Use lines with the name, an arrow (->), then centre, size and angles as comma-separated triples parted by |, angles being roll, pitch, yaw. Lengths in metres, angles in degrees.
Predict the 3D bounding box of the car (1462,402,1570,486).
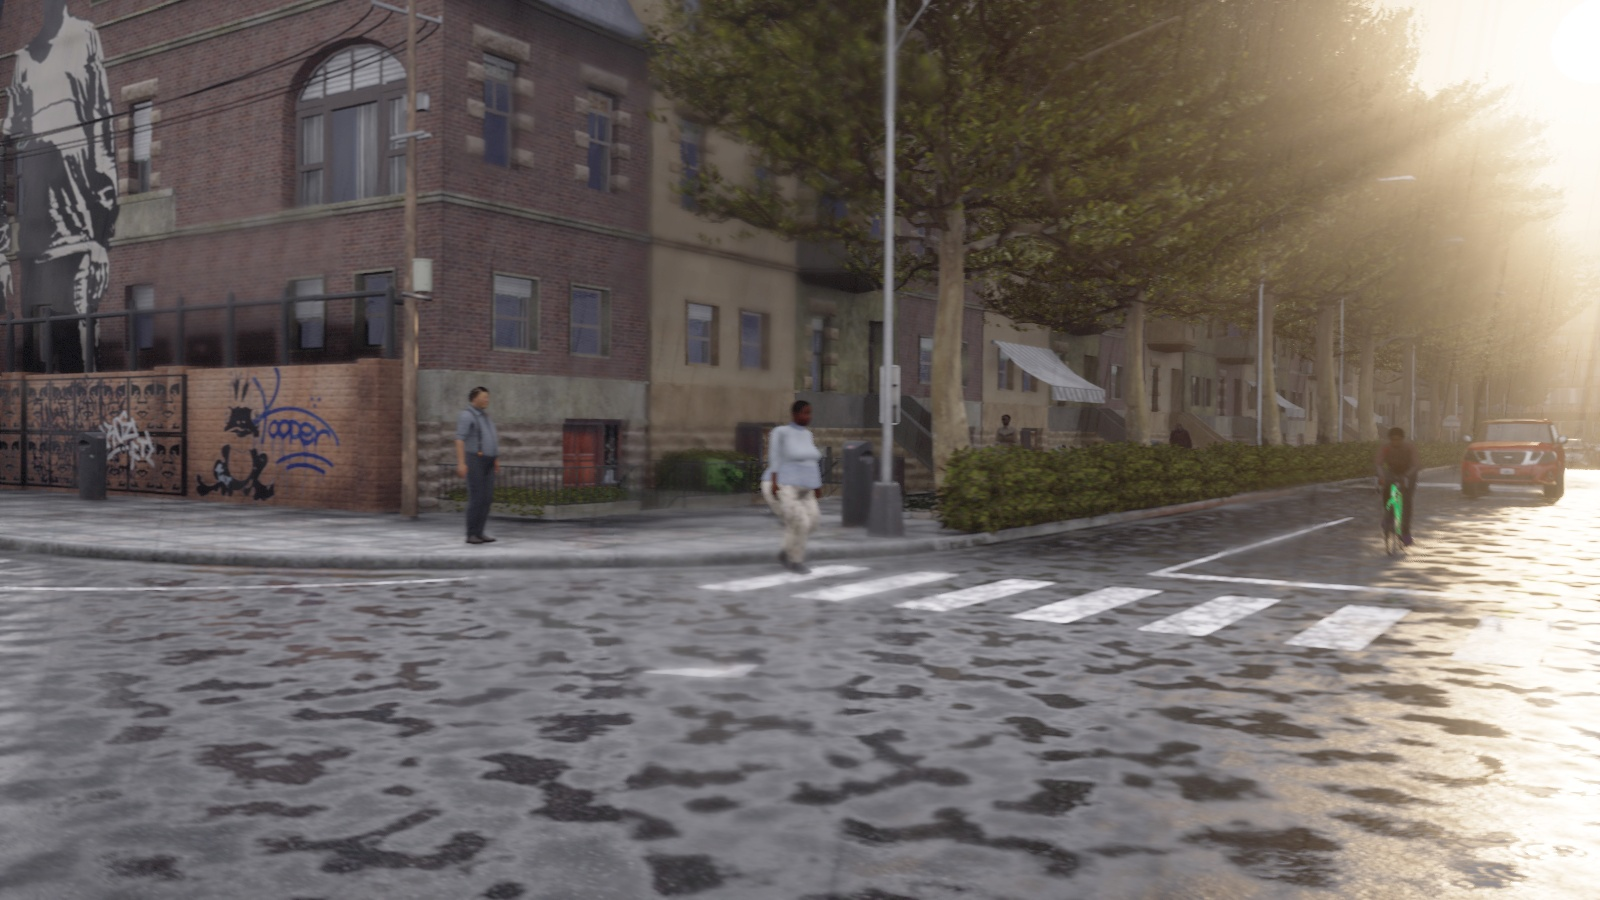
car -> 19.209, -0.182, 33.559 | 2.150, 2.045, 5.566 | 0, 1, 33

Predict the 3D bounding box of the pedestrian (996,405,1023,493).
pedestrian -> 4.643, -0.034, 27.869 | 0.396, 1.930, 0.692 | 0, 1, 26

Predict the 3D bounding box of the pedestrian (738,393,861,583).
pedestrian -> -0.002, 0.362, 12.874 | 0.900, 1.855, 0.874 | 0, 1, 38

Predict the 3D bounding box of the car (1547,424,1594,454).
car -> 40.754, -0.597, 66.379 | 2.007, 1.525, 4.514 | 0, 1, 33

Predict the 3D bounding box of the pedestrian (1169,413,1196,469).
pedestrian -> 12.733, -0.298, 41.783 | 0.634, 1.844, 0.899 | 0, 1, 34

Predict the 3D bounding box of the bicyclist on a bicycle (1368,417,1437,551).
bicyclist on a bicycle -> 7.723, 0.395, 16.064 | 0.582, 1.620, 1.656 | 0, 1, 33

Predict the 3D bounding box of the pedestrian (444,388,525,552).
pedestrian -> -3.639, 0.223, 14.494 | 0.694, 1.848, 0.540 | 0, 1, 25
